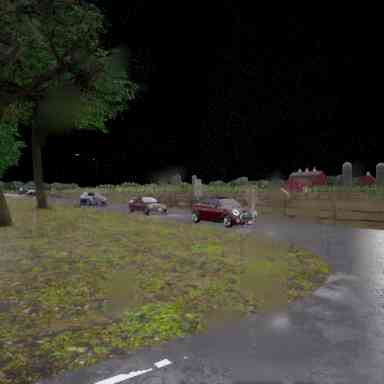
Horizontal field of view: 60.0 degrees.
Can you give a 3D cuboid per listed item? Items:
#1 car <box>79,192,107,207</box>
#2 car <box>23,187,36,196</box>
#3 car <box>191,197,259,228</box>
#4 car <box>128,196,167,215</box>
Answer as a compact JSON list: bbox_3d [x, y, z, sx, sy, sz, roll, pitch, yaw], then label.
[{"bbox_3d":[-11.925,0.755,39.900,2.097,1.767,4.553,-1,1,-36],"label":"car"},{"bbox_3d":[-40.873,0.230,84.805,1.882,1.535,5.008,-1,1,-36],"label":"car"},{"bbox_3d":[1.967,1.111,20.740,2.097,1.767,4.553,-1,2,-37],"label":"car"},{"bbox_3d":[-3.978,1.121,28.905,1.812,1.442,4.674,-1,2,-36],"label":"car"}]
